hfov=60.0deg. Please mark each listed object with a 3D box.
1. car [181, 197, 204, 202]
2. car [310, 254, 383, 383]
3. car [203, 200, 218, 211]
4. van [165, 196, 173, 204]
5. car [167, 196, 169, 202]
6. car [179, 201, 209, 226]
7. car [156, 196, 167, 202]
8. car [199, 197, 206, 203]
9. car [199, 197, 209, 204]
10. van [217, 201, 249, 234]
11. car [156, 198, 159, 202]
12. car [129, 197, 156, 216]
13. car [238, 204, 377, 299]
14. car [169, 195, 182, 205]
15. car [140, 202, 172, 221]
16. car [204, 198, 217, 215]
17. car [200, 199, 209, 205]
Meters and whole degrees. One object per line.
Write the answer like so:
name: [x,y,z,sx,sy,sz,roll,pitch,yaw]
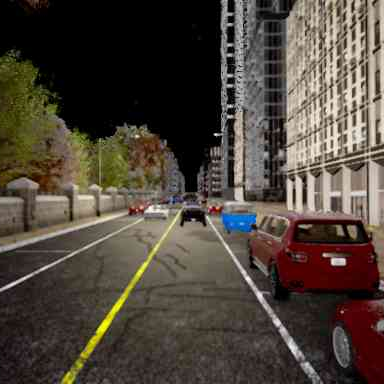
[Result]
car: [0.089,1.668,41.757,2.097,1.767,4.553,0,0,0]
car: [2.695,1.607,2.828,1.802,1.307,4.206,0,0,0]
car: [2.682,1.926,48.277,1.947,1.339,4.313,1,0,0]
van: [-5.704,1.903,81.550,1.690,1.788,3.998,1,0,0]
car: [-5.701,1.812,70.322,2.192,1.841,5.009,1,0,0]
car: [0.093,1.704,25.414,1.837,1.490,4.892,0,0,0]
car: [-5.697,1.712,54.005,2.192,1.841,5.009,1,0,0]
car: [2.672,2.120,87.287,1.752,1.417,4.829,1,0,0]
car: [2.676,1.970,75.882,1.967,1.590,4.097,1,0,0]
van: [2.693,1.499,19.875,1.690,1.788,3.998,1,0,0]
car: [-5.696,1.846,42.467,1.752,1.417,4.829,1,0,0]
car: [-5.692,1.597,36.958,2.192,1.841,5.009,1,0,0]
car: [2.696,1.385,8.514,2.192,1.841,5.009,0,0,0]
car: [-3.021,1.715,70.292,2.150,2.045,5.566,0,0,0]
car: [-3.108,1.831,29.712,1.895,1.301,4.718,0,0,0]
car: [2.687,1.722,36.918,1.967,1.590,4.097,1,0,0]
car: [2.676,2.079,70.264,1.802,1.307,4.206,1,0,0]
